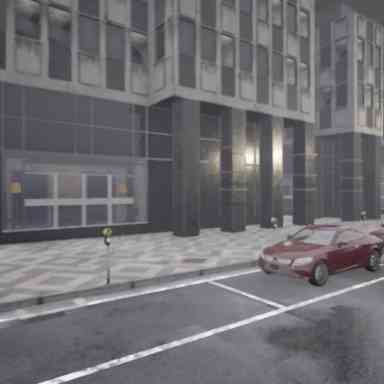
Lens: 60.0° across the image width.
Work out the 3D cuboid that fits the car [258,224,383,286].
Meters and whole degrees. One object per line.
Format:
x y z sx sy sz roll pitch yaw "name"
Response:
3.719 1.583 9.300 4.206 1.307 1.802 0 0 -35 "car"
